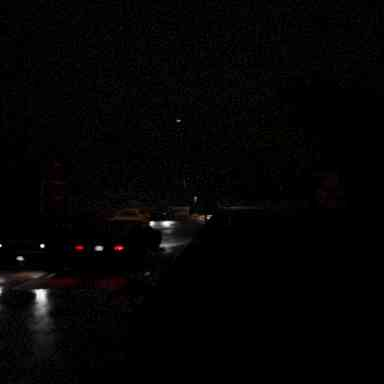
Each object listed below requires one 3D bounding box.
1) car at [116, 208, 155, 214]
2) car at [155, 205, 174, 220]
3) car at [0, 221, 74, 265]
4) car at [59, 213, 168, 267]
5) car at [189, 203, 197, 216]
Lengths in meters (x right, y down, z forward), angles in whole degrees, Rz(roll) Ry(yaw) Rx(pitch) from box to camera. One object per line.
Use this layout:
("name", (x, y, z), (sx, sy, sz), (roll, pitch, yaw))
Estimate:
("car", (-4.228, 1.878, 22.734), (1.882, 1.535, 5.008), (-1, -1, 6))
("car", (-3.056, 2.104, 34.149), (1.837, 1.490, 4.892), (-1, -1, 6))
("car", (-5.242, 1.837, 12.744), (1.895, 1.301, 4.718), (-1, -1, 6))
("car", (-2.445, 1.724, 12.102), (2.033, 1.411, 5.357), (-1, -1, 6))
("car", (0.717, 2.198, 42.687), (2.128, 1.511, 4.902), (-1, -1, 6))
